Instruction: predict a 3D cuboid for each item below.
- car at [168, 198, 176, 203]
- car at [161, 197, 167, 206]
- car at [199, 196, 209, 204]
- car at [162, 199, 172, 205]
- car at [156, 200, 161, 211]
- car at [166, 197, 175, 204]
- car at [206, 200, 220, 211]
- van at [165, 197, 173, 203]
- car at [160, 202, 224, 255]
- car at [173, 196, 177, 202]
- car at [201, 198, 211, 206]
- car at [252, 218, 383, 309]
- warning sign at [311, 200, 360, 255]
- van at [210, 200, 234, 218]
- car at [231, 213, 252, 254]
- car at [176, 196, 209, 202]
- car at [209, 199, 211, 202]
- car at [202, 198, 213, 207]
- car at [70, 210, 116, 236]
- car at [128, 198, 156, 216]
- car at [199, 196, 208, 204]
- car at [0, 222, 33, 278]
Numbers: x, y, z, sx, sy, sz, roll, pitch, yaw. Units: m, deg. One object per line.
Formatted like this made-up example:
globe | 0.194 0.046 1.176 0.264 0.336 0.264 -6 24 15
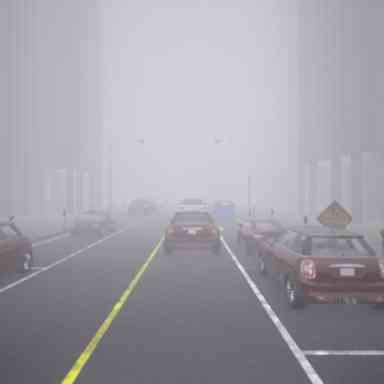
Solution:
car | -5.542 2.334 92.689 1.887 1.381 4.507 0 -1 0
car | -5.595 1.971 53.011 1.752 1.417 4.829 0 0 1
car | 2.968 1.996 81.389 2.192 1.841 5.009 0 -1 0
car | -5.564 2.194 75.773 1.947 1.339 4.313 0 0 0
car | -5.610 1.680 41.945 2.192 1.841 5.009 0 0 0
car | -5.550 2.175 87.052 1.967 1.590 4.097 0 -1 0
car | 2.931 1.932 47.754 1.752 1.417 4.829 0 0 1
van | -5.571 1.920 70.136 1.690 1.788 3.998 0 0 0
car | 0.021 1.483 14.078 2.097 1.767 4.553 0 -1 0
car | -2.904 1.942 71.818 2.097 1.767 4.553 0 0 0
car | 2.954 2.019 70.108 1.967 1.590 4.097 0 0 0
car | 2.869 1.517 8.071 1.967 1.590 4.097 0 -1 0
warning sign | 5.082 1.228 11.869 1.300 1.860 1.060 0 -1 0
van | 2.901 1.618 30.631 1.690 1.788 3.998 0 0 0
car | 2.877 1.711 13.710 1.802 1.307 4.206 0 -1 0
car | 0.040 1.480 29.024 2.150 2.045 5.566 0 0 0
car | 2.909 1.848 36.441 1.752 1.417 4.829 0 0 0
car | 2.946 1.972 64.470 1.967 1.590 4.097 0 0 0
car | -5.641 1.732 19.384 2.008 1.369 4.403 0 -1 0
car | -5.617 1.637 36.305 2.192 1.841 5.009 0 0 0
car | 2.976 2.050 87.027 2.192 1.841 5.009 0 -1 0
car | -5.657 1.517 8.107 1.967 1.590 4.097 0 -1 0
